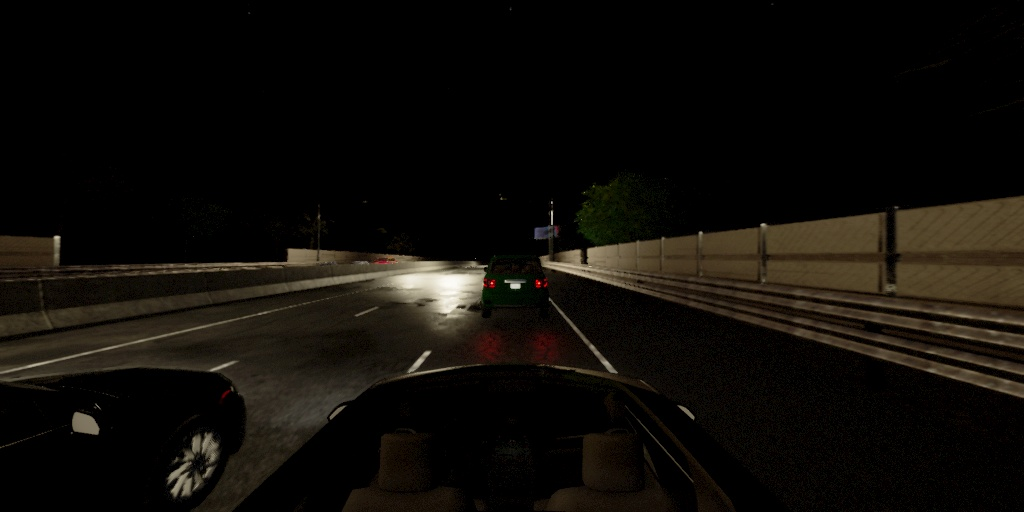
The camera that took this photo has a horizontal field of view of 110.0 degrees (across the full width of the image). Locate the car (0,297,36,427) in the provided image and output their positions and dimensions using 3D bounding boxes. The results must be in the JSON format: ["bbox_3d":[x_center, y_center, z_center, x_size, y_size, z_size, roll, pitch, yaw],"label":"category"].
[{"bbox_3d":[-6.900,1.255,2.060,1.837,1.490,4.892,0,0,0],"label":"car"}]

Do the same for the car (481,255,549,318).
[{"bbox_3d":[0.102,0.986,13.274,2.150,2.045,5.566,0,0,0],"label":"car"}]

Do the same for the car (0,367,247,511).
[{"bbox_3d":[-3.400,1.255,1.359,1.837,1.490,4.892,0,0,0],"label":"car"}]

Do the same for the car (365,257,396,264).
[{"bbox_3d":[-17.570,1.159,49.175,2.150,2.045,5.566,0,0,0],"label":"car"}]

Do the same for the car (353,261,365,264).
[{"bbox_3d":[-21.066,1.433,49.632,2.128,1.511,4.902,0,0,0],"label":"car"}]

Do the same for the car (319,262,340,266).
[{"bbox_3d":[-24.557,1.495,48.368,1.994,1.385,4.181,0,-1,0],"label":"car"}]
